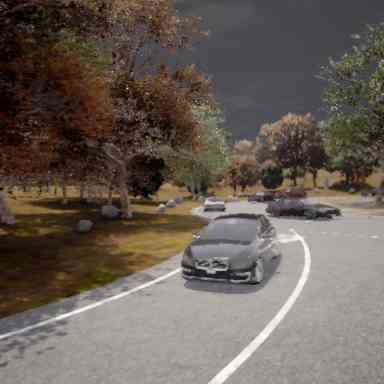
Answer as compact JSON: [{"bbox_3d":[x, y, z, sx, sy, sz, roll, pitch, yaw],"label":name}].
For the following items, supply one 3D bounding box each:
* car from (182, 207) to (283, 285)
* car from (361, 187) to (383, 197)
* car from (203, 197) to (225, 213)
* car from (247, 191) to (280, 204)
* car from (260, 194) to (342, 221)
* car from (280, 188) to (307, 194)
[{"bbox_3d":[1.296,1.440,9.515,1.837,1.490,4.892,-1,1,22],"label":"car"},{"bbox_3d":[27.632,0.039,49.133,4.892,1.490,1.837,-1,1,14],"label":"car"},{"bbox_3d":[1.965,1.148,30.923,1.895,1.301,4.718,-2,1,0],"label":"car"},{"bbox_3d":[8.920,0.629,42.549,1.882,1.535,5.008,-2,1,40],"label":"car"},{"bbox_3d":[7.395,1.084,22.723,2.033,1.411,5.357,-2,1,-29],"label":"car"},{"bbox_3d":[15.244,0.229,51.251,5.008,1.535,1.882,-3,1,-20],"label":"car"}]
